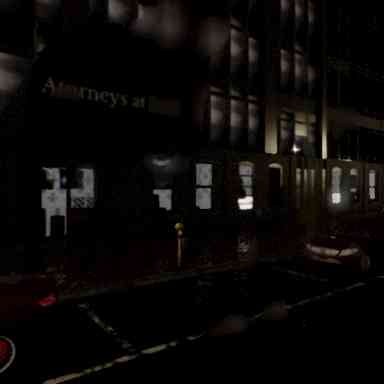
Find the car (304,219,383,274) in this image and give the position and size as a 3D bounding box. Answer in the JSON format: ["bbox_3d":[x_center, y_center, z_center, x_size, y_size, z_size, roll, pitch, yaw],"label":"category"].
[{"bbox_3d":[5.278,1.529,10.313,4.206,1.307,1.802,0,0,-35],"label":"car"}]

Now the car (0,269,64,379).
[{"bbox_3d":[-3.744,1.587,3.884,4.206,1.307,1.802,0,0,-35],"label":"car"}]
